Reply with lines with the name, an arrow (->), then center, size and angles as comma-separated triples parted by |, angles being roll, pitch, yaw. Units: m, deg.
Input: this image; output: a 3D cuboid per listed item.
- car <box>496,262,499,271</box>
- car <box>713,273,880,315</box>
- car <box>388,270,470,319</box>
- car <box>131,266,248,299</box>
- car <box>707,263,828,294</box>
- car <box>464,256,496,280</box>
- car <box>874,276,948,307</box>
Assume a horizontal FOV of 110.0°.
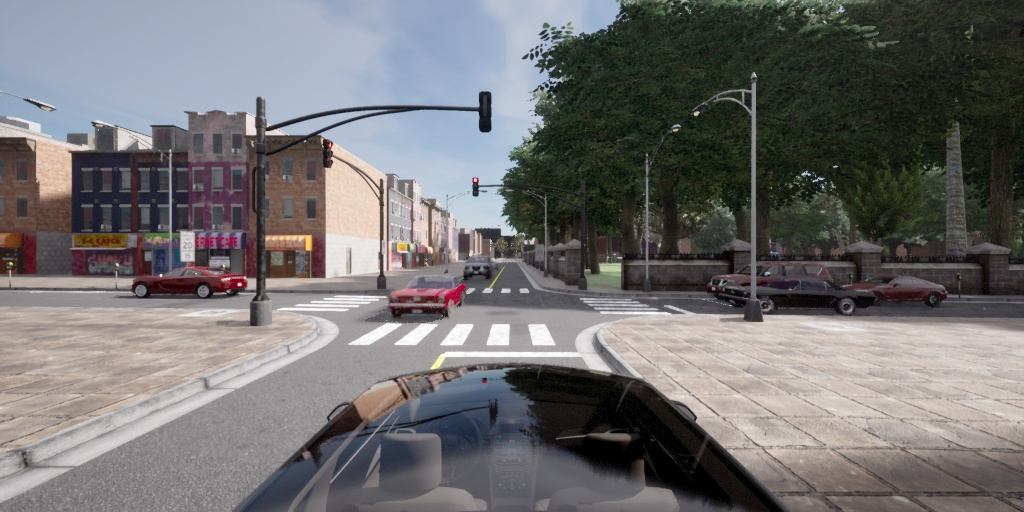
car -> -2.844, 1.304, 48.647 | 1.994, 1.385, 4.181 | 0, 0, 0
car -> 10.764, 1.487, 13.861 | 4.718, 1.301, 1.895 | 1, 0, 2
car -> -2.847, 1.351, 12.949 | 1.895, 1.301, 4.718 | 0, 0, 0
car -> -14.717, 1.153, 16.439 | 4.507, 1.381, 1.888 | 0, 0, 0
car -> 11.711, 1.207, 16.349 | 5.009, 1.841, 2.192 | 0, 0, 0
car -> -2.850, 0.976, 31.233 | 2.150, 2.045, 5.566 | 0, 0, 0
car -> 17.159, 1.538, 16.331 | 4.207, 1.307, 1.802 | 0, 0, 0
